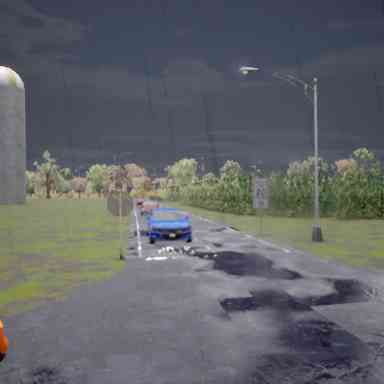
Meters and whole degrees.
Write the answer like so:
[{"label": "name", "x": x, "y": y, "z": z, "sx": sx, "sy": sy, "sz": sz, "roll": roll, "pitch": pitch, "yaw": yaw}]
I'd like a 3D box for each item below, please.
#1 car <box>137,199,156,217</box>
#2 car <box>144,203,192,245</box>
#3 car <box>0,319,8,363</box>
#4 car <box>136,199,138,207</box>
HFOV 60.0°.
[{"label": "car", "x": -4.306, "y": 1.651, "z": 33.806, "sx": 1.812, "sy": 1.442, "sz": 4.674, "roll": -1, "pitch": 0, "yaw": -10}, {"label": "car", "x": -1.229, "y": 1.543, "z": 16.370, "sx": 1.882, "sy": 1.535, "sz": 5.008, "roll": -1, "pitch": 0, "yaw": -10}, {"label": "car", "x": -4.390, "y": 1.353, "z": 3.073, "sx": 4.553, "sy": 1.767, "sz": 2.097, "roll": 0, "pitch": 0, "yaw": -41}, {"label": "car", "x": -8.245, "y": 1.800, "z": 54.667, "sx": 1.895, "sy": 1.301, "sz": 4.718, "roll": -1, "pitch": 0, "yaw": -11}]
